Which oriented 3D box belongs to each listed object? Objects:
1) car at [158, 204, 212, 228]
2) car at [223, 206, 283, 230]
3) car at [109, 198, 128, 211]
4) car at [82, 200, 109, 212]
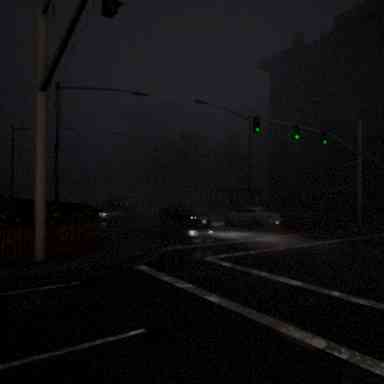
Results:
[{"bbox_3d":[-0.585,1.640,23.494,2.128,1.511,4.902,1,0,-35],"label":"car"},{"bbox_3d":[4.116,1.720,23.031,1.812,1.442,4.674,1,0,-35],"label":"car"},{"bbox_3d":[-10.124,1.550,43.572,2.097,1.767,4.553,1,0,-35],"label":"car"},{"bbox_3d":[-12.021,1.682,40.035,1.812,1.442,4.674,1,0,-35],"label":"car"}]
